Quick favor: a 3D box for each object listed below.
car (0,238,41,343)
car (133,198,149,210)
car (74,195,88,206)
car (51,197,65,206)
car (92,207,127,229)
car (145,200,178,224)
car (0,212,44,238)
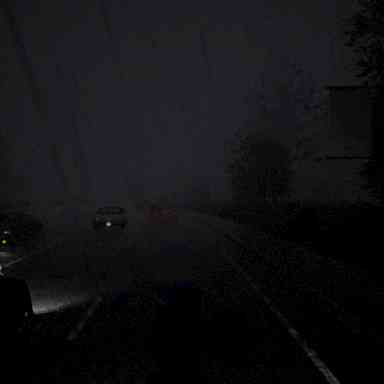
[{"bbox_3d":[-3.598,1.570,3.862,1.994,1.385,4.181,0,0,-2],"label":"car"},{"bbox_3d":[-6.267,1.498,42.116,2.128,1.511,4.902,0,0,-16],"label":"car"},{"bbox_3d":[-18.516,1.355,55.302,2.097,1.767,4.553,0,0,-22],"label":"car"},{"bbox_3d":[-21.577,1.526,53.586,1.812,1.442,4.674,0,0,-22],"label":"car"},{"bbox_3d":[-5.262,1.605,21.865,1.895,1.301,4.718,0,0,-9],"label":"car"},{"bbox_3d":[-2.242,1.550,25.094,2.033,1.411,5.357,0,0,-10],"label":"car"},{"bbox_3d":[-8.047,1.573,14.514,1.994,1.385,4.181,0,0,-7],"label":"car"}]
